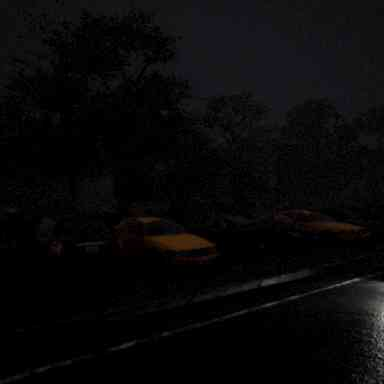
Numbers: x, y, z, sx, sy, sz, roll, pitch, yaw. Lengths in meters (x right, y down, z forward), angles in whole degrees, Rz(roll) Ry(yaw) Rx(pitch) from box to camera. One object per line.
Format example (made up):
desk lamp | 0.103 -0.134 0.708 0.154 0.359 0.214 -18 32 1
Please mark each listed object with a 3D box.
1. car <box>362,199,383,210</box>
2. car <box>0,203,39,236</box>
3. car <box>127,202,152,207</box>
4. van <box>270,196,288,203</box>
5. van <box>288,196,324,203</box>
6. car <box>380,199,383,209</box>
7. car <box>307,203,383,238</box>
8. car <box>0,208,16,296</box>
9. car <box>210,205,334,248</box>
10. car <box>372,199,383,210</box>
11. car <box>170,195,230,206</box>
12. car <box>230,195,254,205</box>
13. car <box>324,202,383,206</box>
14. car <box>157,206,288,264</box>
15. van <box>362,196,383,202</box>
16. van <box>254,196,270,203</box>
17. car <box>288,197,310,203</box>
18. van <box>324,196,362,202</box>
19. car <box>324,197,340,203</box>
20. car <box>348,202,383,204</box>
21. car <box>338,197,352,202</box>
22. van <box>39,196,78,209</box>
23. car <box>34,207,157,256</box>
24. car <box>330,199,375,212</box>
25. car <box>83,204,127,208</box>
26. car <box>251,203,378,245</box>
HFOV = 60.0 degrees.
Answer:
car | 27.403 1.801 47.483 1.946 1.575 5.366 1 -1 -35
car | -11.084 1.539 20.365 2.002 1.452 4.674 0 0 -35
car | -4.308 1.529 25.175 2.097 1.535 5.008 0 0 -35
van | 6.914 1.354 33.297 1.878 1.987 4.442 0 0 -35
van | 11.573 1.377 36.332 1.878 1.987 4.442 0 0 -36
car | 31.828 1.903 50.819 2.163 1.488 4.792 1 -1 -35
car | 7.724 1.579 17.649 2.163 1.488 4.792 0 0 -35
car | -5.853 1.363 8.001 2.185 1.767 4.553 0 0 -35
car | 3.177 1.530 14.463 2.231 1.521 4.892 0 0 -35
car | 29.555 1.879 49.236 2.002 1.452 4.674 1 -1 -35
car | 0.223 1.298 28.366 2.435 2.045 5.566 0 0 -35
car | 2.482 1.308 29.971 2.435 2.045 5.566 0 0 -35
car | 9.987 1.589 19.257 2.163 1.488 4.792 0 0 -35
car | 0.921 1.520 12.844 2.231 1.521 4.892 0 0 -35
van | 14.430 1.354 22.592 1.878 1.987 4.442 0 0 -35
van | 4.791 1.344 31.502 1.878 1.987 4.442 0 0 -35
car | 9.236 1.590 34.810 2.097 1.535 5.008 0 0 -35
van | 18.098 1.443 41.243 1.878 1.987 4.442 1 0 -35
car | 13.736 1.648 38.037 2.163 1.488 4.792 0 0 -35
car | 12.250 1.599 20.865 2.163 1.488 4.792 0 0 -35
car | 15.888 1.670 39.565 2.163 1.488 4.792 1 0 -35
van | -8.997 1.282 21.994 1.878 1.987 4.442 0 0 -35
car | -3.838 1.583 14.832 5.357 1.411 2.033 0 0 -36
car | 20.539 1.731 42.799 2.163 1.488 4.792 1 -1 -35
car | -6.673 1.559 23.505 2.002 1.452 4.674 0 0 -35
car | 5.551 1.536 15.914 1.946 1.575 5.366 0 0 -35
